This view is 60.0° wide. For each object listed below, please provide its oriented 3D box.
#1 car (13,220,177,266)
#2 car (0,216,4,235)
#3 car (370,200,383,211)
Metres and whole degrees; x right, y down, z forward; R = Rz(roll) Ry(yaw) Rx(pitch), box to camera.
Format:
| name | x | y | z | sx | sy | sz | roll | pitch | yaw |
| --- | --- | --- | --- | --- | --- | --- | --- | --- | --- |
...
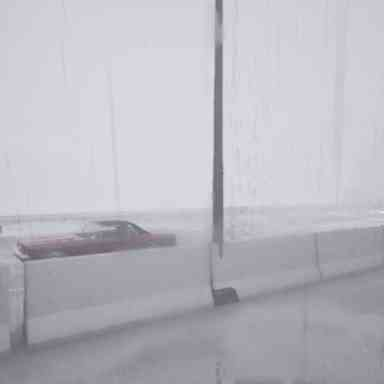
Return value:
| name | x | y | z | sx | sy | sz | roll | pitch | yaw |
| --- | --- | --- | --- | --- | --- | --- | --- | --- | --- |
| car | -2.921 | 1.568 | 10.436 | 4.718 | 1.301 | 1.895 | 0 | 0 | -35 |
| car | -10.525 | 1.427 | 13.615 | 4.892 | 1.490 | 1.837 | 0 | 0 | -36 |
| car | 23.919 | 1.622 | 41.222 | 4.181 | 1.385 | 1.994 | 0 | 0 | -33 |
